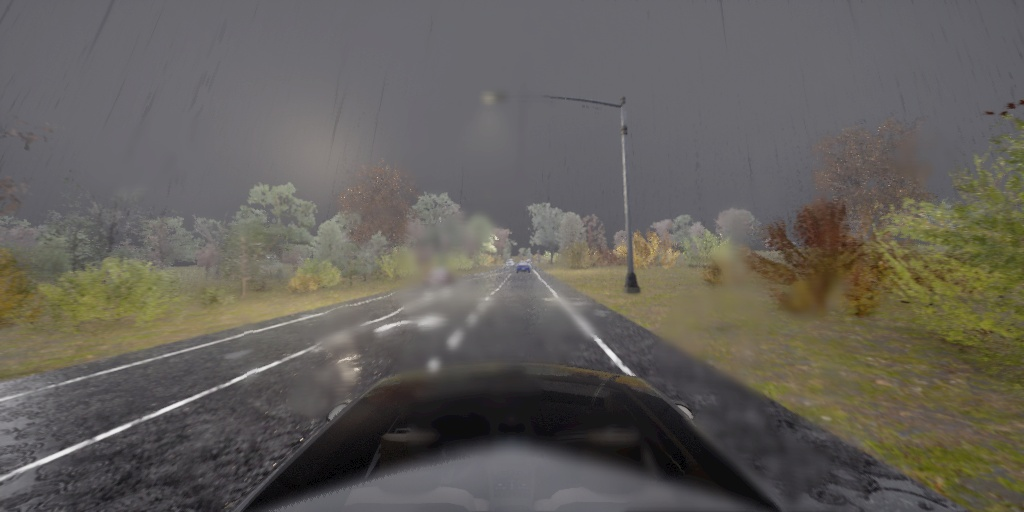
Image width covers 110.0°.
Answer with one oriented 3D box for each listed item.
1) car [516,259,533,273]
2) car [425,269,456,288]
[{"bbox_3d":[1.681,1.676,53.473,1.882,1.535,5.008,-2,-1,2],"label":"car"},{"bbox_3d":[-6.026,1.836,30.411,1.812,1.442,4.674,-3,0,2],"label":"car"}]
